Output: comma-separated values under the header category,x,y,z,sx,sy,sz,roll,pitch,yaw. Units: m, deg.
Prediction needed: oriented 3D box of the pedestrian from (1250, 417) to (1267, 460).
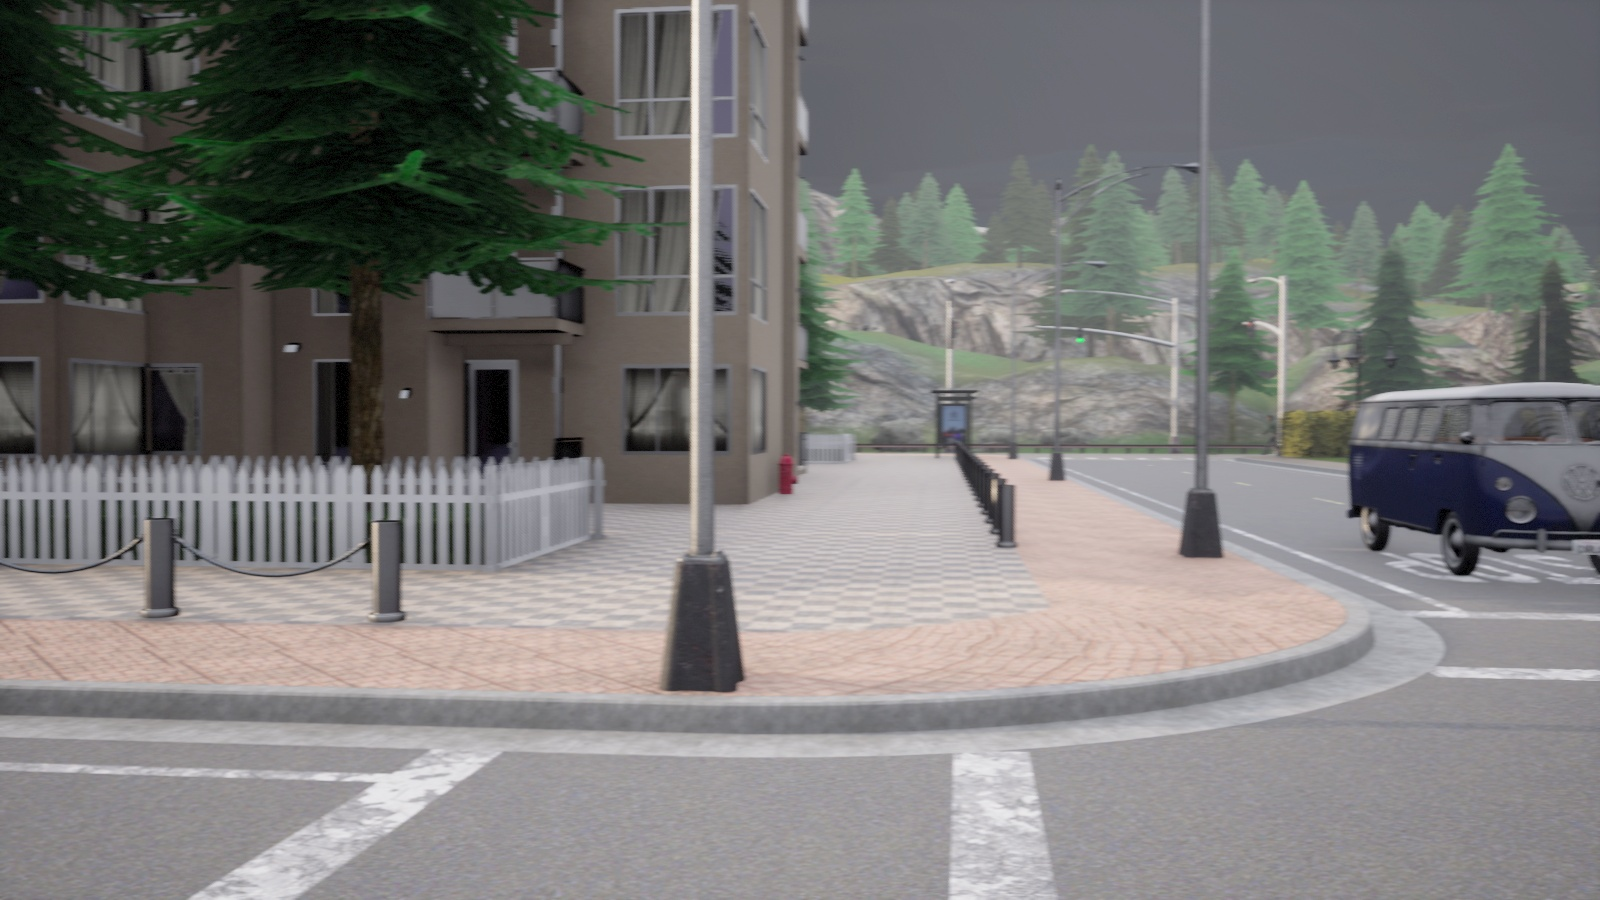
category,x,y,z,sx,sy,sz,roll,pitch,yaw
pedestrian,19.712,-0.509,53.975,0.614,1.847,0.353,1,1,7

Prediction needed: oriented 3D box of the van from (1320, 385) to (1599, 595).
category,x,y,z,sx,sy,sz,roll,pitch,yaw
van,7.482,0.328,14.148,1.775,1.987,4.442,1,1,6
